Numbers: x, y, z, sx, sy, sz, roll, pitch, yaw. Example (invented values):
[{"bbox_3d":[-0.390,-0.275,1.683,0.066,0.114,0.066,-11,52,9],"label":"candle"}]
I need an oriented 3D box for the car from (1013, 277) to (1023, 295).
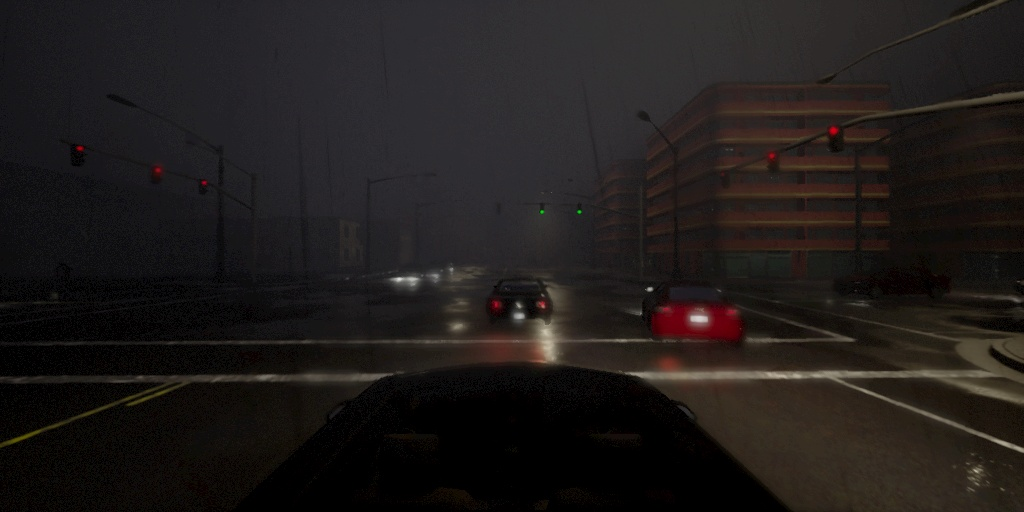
[{"bbox_3d":[29.234,1.345,18.601,4.902,1.511,2.128,0,0,-1],"label":"car"}]

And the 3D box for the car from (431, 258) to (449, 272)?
[{"bbox_3d":[-9.818,1.307,45.788,1.895,1.301,4.718,0,1,0],"label":"car"}]

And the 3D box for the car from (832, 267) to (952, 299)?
[{"bbox_3d":[19.378,1.327,18.428,5.008,1.535,1.882,0,0,-1],"label":"car"}]

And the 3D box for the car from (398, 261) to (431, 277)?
[{"bbox_3d":[-9.854,1.364,35.842,1.994,1.385,4.181,0,0,0],"label":"car"}]

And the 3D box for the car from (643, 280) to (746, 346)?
[{"bbox_3d":[4.700,1.350,9.727,1.994,1.385,4.181,0,0,18],"label":"car"}]

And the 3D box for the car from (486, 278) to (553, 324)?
[{"bbox_3d":[0.311,1.390,12.151,1.895,1.301,4.718,0,0,3],"label":"car"}]

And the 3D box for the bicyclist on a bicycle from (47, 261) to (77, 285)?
[{"bbox_3d":[-31.128,1.172,24.821,0.582,1.620,1.656,0,0,-1],"label":"bicyclist on a bicycle"}]

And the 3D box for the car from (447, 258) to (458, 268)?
[{"bbox_3d":[-9.739,1.085,56.246,1.837,1.490,4.892,0,1,1],"label":"car"}]
